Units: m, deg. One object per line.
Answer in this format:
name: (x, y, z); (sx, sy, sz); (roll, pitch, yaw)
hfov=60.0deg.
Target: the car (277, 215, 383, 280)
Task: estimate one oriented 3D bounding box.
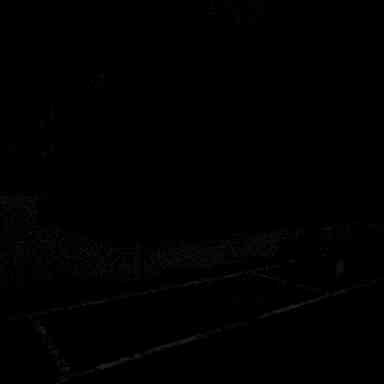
car: (4.444, 1.543, 9.929); (4.507, 1.381, 1.887); (0, 0, -35)
